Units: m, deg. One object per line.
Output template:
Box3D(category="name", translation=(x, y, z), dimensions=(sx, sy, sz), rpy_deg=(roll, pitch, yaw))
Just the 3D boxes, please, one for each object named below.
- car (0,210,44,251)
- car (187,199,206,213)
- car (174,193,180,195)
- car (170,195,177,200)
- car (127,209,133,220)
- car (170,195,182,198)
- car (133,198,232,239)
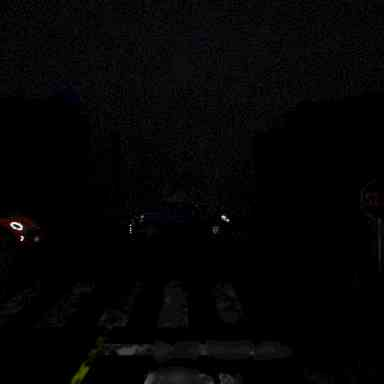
Box3D(category="car", translation=(-8.334, 1.284, 13.053), dimensions=(4.553, 1.767, 2.097), rpy_deg=(0, -1, 0))
Box3D(category="car", translation=(0.467, 1.539, 38.248), dimensions=(1.994, 1.385, 4.181), rpy_deg=(0, 0, -1))
Box3D(category="car", translation=(-5.179, 1.498, 92.755), dimensions=(2.008, 1.369, 4.403), rpy_deg=(1, 0, 0))
Box3D(category="car", translation=(-5.218, 1.474, 94.728), dimensions=(1.752, 1.417, 4.829), rpy_deg=(1, 0, 0))
Box3D(category="car", translation=(-3.614, 1.553, 28.492), dimensions=(2.033, 1.411, 5.357), rpy_deg=(-1, 1, 15))
Box3D(category="car", translation=(-2.521, 1.451, 40.437), dimensions=(1.882, 1.535, 5.008), rpy_deg=(0, 0, 0))
Box3D(category="car", translation=(-0.328, 1.293, 16.370), dimensions=(4.553, 1.767, 2.097), rpy_deg=(-1, -1, 0))
